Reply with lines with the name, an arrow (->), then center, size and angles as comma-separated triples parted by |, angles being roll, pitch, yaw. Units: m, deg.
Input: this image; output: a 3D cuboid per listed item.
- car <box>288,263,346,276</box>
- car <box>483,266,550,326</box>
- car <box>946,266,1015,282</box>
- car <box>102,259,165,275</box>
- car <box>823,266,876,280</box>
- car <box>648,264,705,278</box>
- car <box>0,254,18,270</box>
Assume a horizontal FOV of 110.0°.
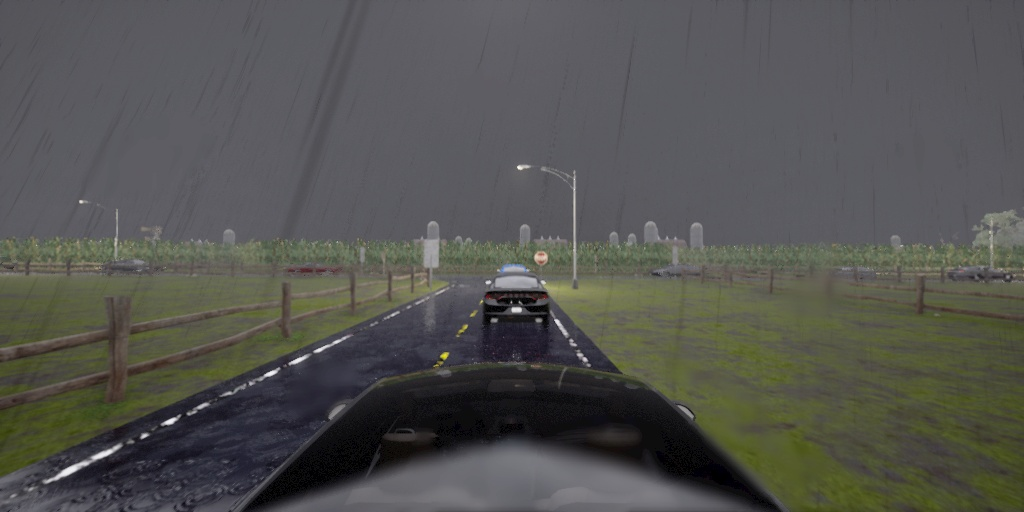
car -> -18.575, 1.279, 34.329 | 4.718, 1.301, 1.895 | 0, -1, 0
car -> 0.128, 1.252, 11.792 | 1.882, 1.535, 5.008 | 0, 0, 0
car -> 44.223, 1.670, 33.864 | 4.902, 1.511, 2.128 | 1, -1, 0
car -> -36.301, 1.069, 34.485 | 4.892, 1.490, 1.837 | 1, -1, 1
car -> 34.613, 1.711, 36.833 | 4.181, 1.385, 1.994 | 0, -1, 1
car -> 16.933, 1.547, 36.989 | 5.357, 1.411, 2.033 | 0, -1, 0
car -> -51.651, 0.315, 34.715 | 5.566, 2.045, 2.150 | 0, -1, 0
